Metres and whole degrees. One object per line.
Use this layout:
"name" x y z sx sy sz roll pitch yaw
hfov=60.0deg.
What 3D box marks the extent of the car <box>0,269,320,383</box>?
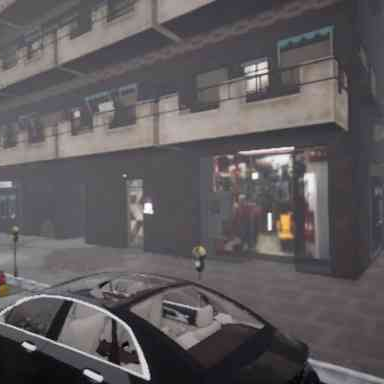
"car" -0.971 1.564 3.581 4.403 1.369 2.008 0 -1 36
